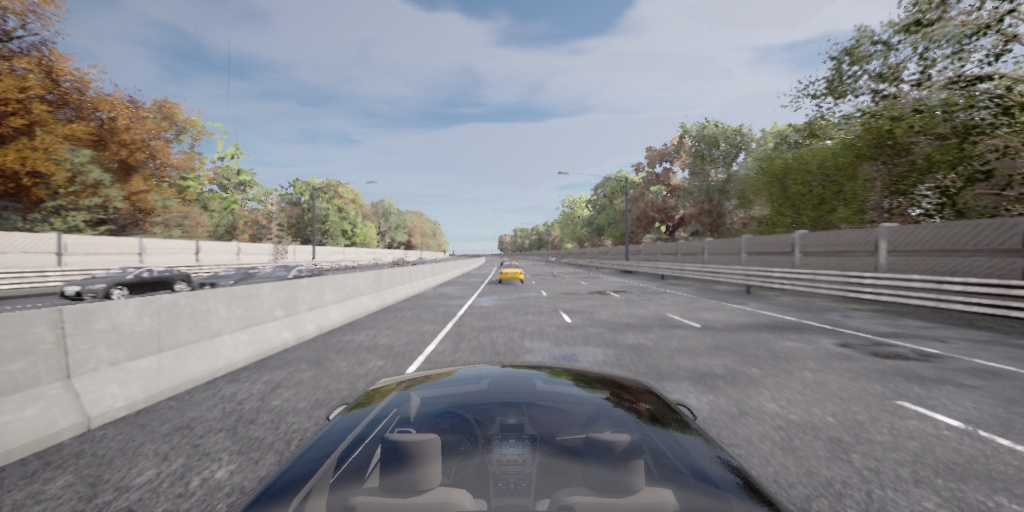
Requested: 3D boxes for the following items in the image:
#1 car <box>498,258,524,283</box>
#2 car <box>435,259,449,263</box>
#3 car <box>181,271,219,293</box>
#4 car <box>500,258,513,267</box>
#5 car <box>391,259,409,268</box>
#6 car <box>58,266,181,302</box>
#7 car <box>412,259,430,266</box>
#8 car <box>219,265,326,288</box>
[{"bbox_3d":[-0.077,1.138,26.854,1.801,1.575,5.366,0,0,-1],"label":"car"},{"bbox_3d":[-11.430,1.204,59.209,1.895,1.301,4.718,0,0,-1],"label":"car"},{"bbox_3d":[-14.169,1.286,18.642,1.994,1.385,4.181,0,0,0],"label":"car"},{"bbox_3d":[-0.922,1.098,60.575,2.163,1.488,4.792,0,0,-1],"label":"car"},{"bbox_3d":[-18.429,1.168,58.989,1.994,1.385,4.181,0,0,-1],"label":"car"},{"bbox_3d":[-17.657,1.223,16.759,2.128,1.511,4.902,0,0,0],"label":"car"},{"bbox_3d":[-14.924,1.153,59.103,2.033,1.411,5.357,0,0,-1],"label":"car"},{"bbox_3d":[-10.658,1.213,16.888,2.128,1.511,4.902,0,0,0],"label":"car"}]
